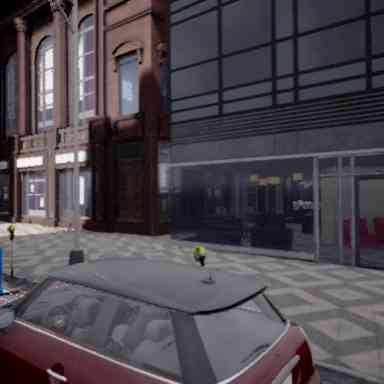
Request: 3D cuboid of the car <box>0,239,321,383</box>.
[{"bbox_3d":[-0.914,1.439,3.511,4.097,1.590,1.967,0,-1,36],"label":"car"}]
